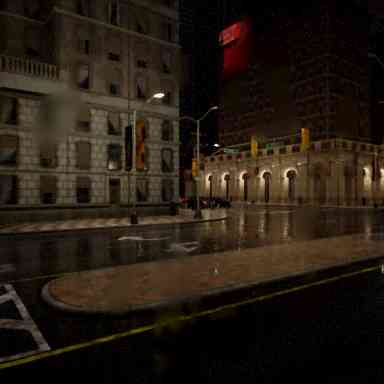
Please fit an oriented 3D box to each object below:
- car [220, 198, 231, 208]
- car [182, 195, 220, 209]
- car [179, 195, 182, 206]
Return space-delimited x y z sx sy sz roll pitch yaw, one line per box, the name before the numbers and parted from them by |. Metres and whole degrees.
car | 3.490 1.476 47.792 1.882 1.535 5.008 0 0 -36
car | 1.196 1.350 44.987 2.097 1.767 4.553 0 0 -35
car | -2.256 1.350 55.888 2.097 1.767 4.553 0 0 -35
